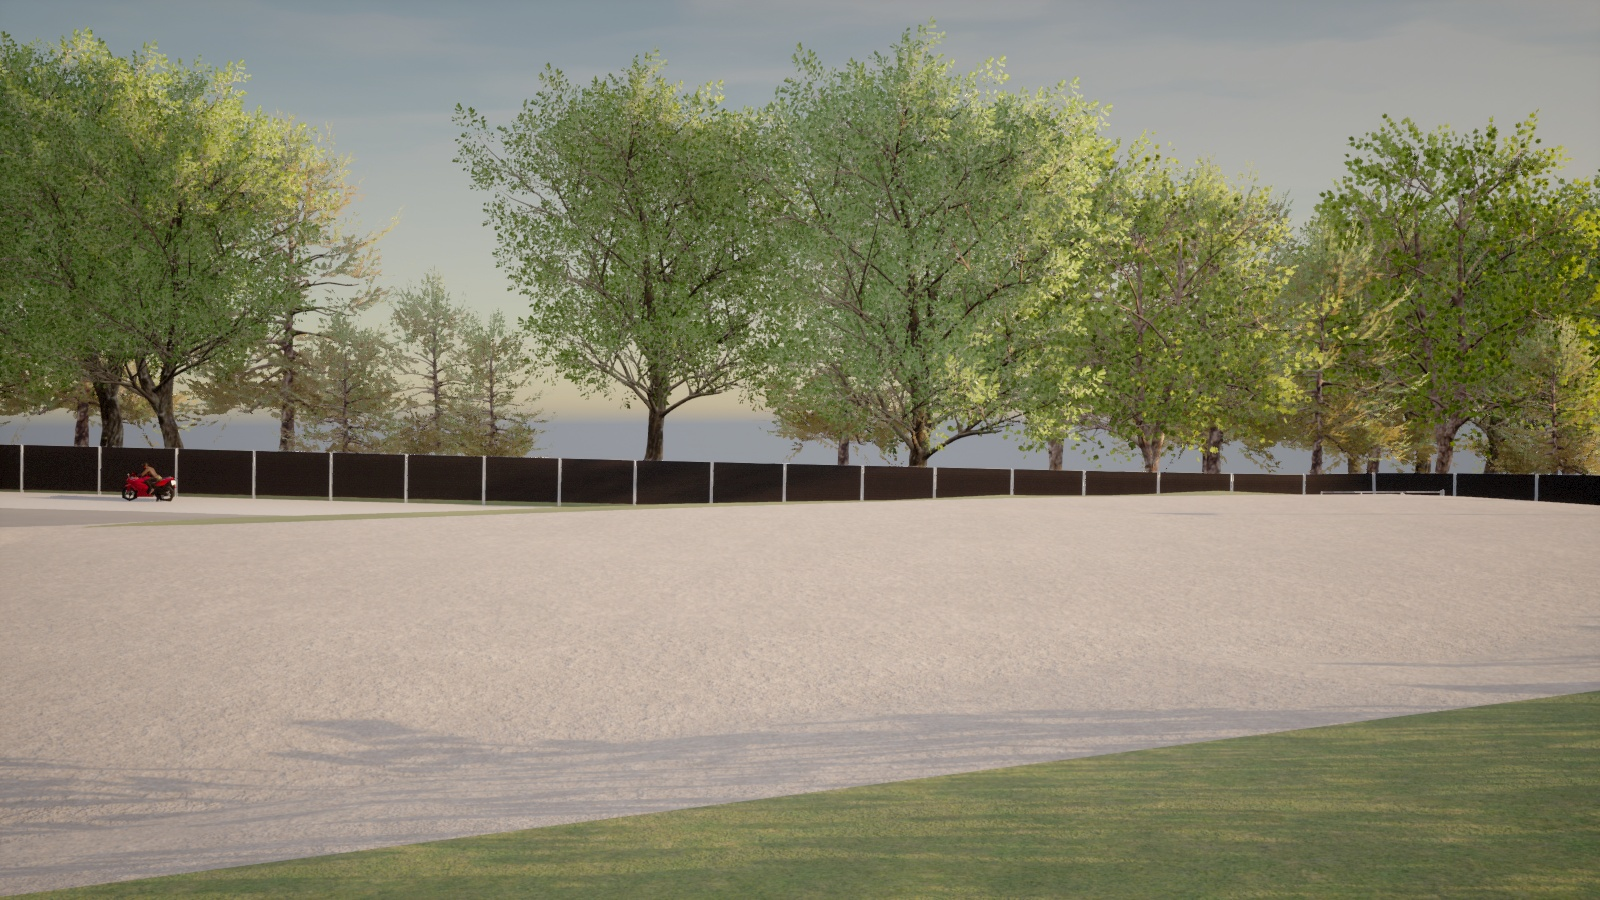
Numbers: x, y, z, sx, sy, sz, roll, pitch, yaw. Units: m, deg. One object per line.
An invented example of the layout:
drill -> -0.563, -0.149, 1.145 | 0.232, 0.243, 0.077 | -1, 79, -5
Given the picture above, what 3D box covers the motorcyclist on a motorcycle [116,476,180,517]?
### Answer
motorcyclist on a motorcycle -> -25.090, 1.778, 48.363 | 2.044, 1.523, 0.797 | 0, 1, -2
